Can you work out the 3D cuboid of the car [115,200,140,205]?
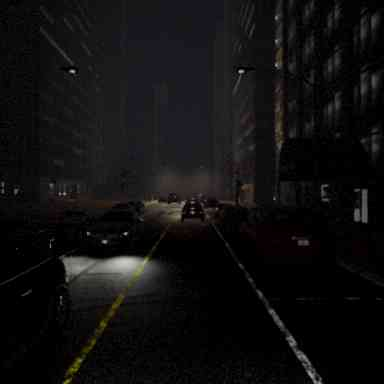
[{"bbox_3d":[-5.715,1.567,27.288,1.802,1.307,4.206,0,0,0],"label":"car"}]

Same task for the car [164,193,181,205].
[{"bbox_3d":[-3.117,1.174,57.784,2.150,2.045,5.566,0,0,1],"label":"car"}]

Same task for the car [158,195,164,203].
[{"bbox_3d":[-5.761,1.390,66.788,1.967,1.590,4.097,1,0,0],"label":"car"}]

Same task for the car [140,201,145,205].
[{"bbox_3d":[-5.721,1.525,32.931,1.887,1.381,4.507,0,0,0],"label":"car"}]

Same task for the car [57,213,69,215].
[{"bbox_3d":[-5.694,1.562,10.360,1.947,1.339,4.313,0,0,0],"label":"car"}]

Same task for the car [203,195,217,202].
[{"bbox_3d":[2.645,1.513,44.261,1.887,1.381,4.507,0,0,0],"label":"car"}]

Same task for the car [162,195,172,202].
[{"bbox_3d":[-5.776,1.487,78.074,2.008,1.369,4.403,1,0,0],"label":"car"}]

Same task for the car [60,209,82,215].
[{"bbox_3d":[-5.701,1.544,16.002,2.008,1.369,4.403,0,0,0],"label":"car"}]

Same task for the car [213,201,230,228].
[{"bbox_3d":[2.673,1.532,21.695,1.887,1.381,4.507,0,0,0],"label":"car"}]

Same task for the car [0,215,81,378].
[{"bbox_3d":[-3.103,1.351,3.712,2.097,1.767,4.553,0,0,0],"label":"car"}]

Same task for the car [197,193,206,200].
[{"bbox_3d":[2.593,1.236,89.392,2.192,1.841,5.009,1,0,0],"label":"car"}]

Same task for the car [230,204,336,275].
[{"bbox_3d":[2.688,1.309,10.412,2.192,1.841,5.009,0,0,0],"label":"car"}]

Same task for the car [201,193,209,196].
[{"bbox_3d":[2.640,1.403,49.903,1.967,1.590,4.097,0,0,0],"label":"car"}]

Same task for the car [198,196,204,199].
[{"bbox_3d":[0.051,1.519,40.947,2.033,1.411,5.357,0,0,0],"label":"car"}]

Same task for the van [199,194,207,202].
[{"bbox_3d":[2.607,1.275,78.110,1.690,1.788,3.998,0,0,0],"label":"van"}]

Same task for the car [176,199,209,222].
[{"bbox_3d":[0.065,1.532,26.336,2.033,1.411,5.357,0,0,0],"label":"car"}]

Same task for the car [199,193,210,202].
[{"bbox_3d":[2.613,1.256,72.468,2.192,1.841,5.009,0,0,0],"label":"car"}]

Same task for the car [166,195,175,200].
[{"bbox_3d":[-5.790,1.474,89.359,2.008,1.369,4.403,1,0,0],"label":"car"}]

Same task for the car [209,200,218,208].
[{"bbox_3d":[2.665,1.565,27.336,1.802,1.307,4.206,0,0,0],"label":"car"}]

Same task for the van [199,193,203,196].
[{"bbox_3d":[2.627,1.294,61.185,1.690,1.788,3.998,0,0,0],"label":"van"}]

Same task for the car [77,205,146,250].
[{"bbox_3d":[-3.115,1.519,14.323,1.812,1.442,4.674,0,0,1],"label":"car"}]
